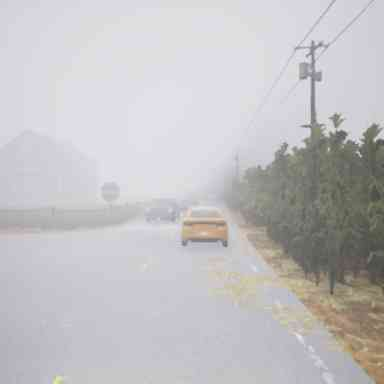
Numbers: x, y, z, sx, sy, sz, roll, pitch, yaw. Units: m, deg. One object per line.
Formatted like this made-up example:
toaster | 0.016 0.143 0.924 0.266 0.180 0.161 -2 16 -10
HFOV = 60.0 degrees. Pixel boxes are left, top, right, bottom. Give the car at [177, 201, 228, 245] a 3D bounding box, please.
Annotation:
car | 0.600 1.411 15.105 1.882 1.535 5.008 0 0 3

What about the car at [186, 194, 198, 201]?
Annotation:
car | -0.208 1.135 49.384 2.097 1.767 4.553 0 0 5

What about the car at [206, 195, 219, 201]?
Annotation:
car | 4.028 1.238 65.439 1.812 1.442 4.674 0 0 -4

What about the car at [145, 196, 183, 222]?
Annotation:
car | -2.144 1.241 25.121 2.097 1.767 4.553 0 0 4

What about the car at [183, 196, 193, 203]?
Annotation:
car | -1.378 1.410 34.882 1.994 1.385 4.181 0 0 5
